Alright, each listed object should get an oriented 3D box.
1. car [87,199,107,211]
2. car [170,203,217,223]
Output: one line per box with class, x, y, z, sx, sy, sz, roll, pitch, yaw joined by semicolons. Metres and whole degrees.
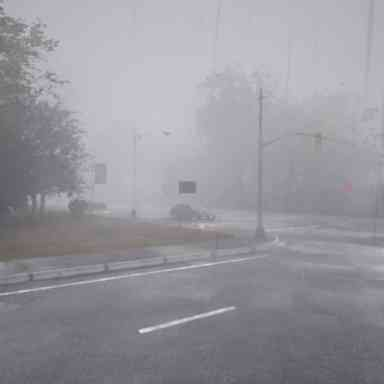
car;-13.060;1.654;44.468;1.882;1.535;5.008;1;0;-38
car;0.019;1.696;28.091;1.837;1.490;4.892;1;0;-39
